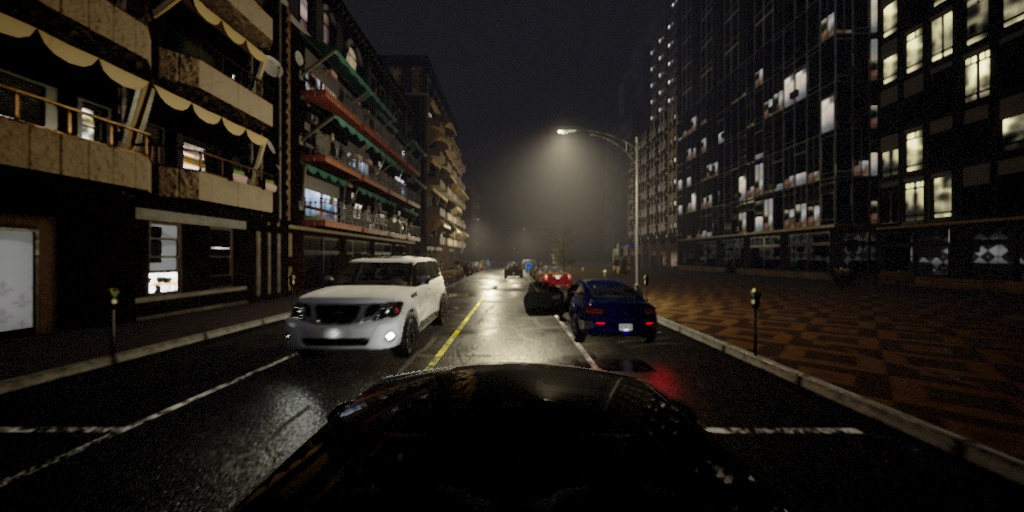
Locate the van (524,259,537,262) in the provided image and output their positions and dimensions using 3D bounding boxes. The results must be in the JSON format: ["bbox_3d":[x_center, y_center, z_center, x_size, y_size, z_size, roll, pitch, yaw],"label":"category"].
[{"bbox_3d":[2.831,1.419,50.954,1.690,1.789,3.998,0,0,0],"label":"van"}]

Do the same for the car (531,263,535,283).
[{"bbox_3d":[2.766,1.450,29.018,1.751,1.417,4.829,0,0,0],"label":"car"}]

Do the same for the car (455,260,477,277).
[{"bbox_3d":[-5.583,1.315,39.926,2.192,1.841,5.009,0,0,0],"label":"car"}]

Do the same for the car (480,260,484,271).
[{"bbox_3d":[-5.550,1.628,50.979,2.007,1.370,4.403,0,0,0],"label":"car"}]

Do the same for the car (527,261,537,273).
[{"bbox_3d":[2.797,1.582,39.901,1.802,1.307,4.207,0,0,0],"label":"car"}]

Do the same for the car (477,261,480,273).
[{"bbox_3d":[-5.566,1.589,45.453,2.007,1.370,4.403,0,0,0],"label":"car"}]

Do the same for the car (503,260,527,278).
[{"bbox_3d":[0.164,1.471,36.773,2.128,1.511,4.902,0,0,0],"label":"car"}]

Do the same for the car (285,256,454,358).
[{"bbox_3d":[-3.082,1.016,8.972,2.150,2.045,5.566,0,0,0],"label":"car"}]

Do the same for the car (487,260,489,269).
[{"bbox_3d":[-5.517,1.725,62.031,1.948,1.339,4.313,0,0,0],"label":"car"}]

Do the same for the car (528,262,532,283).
[{"bbox_3d":[2.781,1.544,34.375,1.802,1.307,4.207,0,0,0],"label":"car"}]

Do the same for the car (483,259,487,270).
[{"bbox_3d":[-5.534,1.558,56.504,1.967,1.591,4.097,0,0,0],"label":"car"}]

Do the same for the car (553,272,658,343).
[{"bbox_3d":[2.371,1.325,9.746,1.812,1.442,4.674,0,0,0],"label":"car"}]

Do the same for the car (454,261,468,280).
[{"bbox_3d":[-5.600,1.487,34.230,1.751,1.417,4.829,0,0,0],"label":"car"}]

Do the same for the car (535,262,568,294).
[{"bbox_3d":[2.749,1.327,23.322,1.967,1.591,4.097,0,0,0],"label":"car"}]
